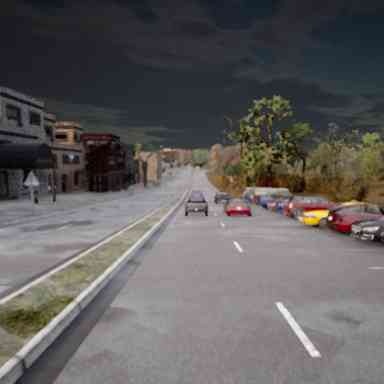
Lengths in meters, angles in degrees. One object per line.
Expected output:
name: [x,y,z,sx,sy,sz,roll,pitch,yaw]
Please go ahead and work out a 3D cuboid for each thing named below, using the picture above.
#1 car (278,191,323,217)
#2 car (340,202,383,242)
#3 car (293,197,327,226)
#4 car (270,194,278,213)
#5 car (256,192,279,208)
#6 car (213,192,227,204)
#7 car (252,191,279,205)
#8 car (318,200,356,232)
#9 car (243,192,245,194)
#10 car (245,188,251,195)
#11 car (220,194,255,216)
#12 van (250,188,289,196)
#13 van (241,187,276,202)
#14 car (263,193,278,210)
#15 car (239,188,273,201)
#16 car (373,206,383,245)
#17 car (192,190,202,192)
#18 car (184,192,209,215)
car: [9.039,1.025,24.257,4.553,1.767,2.185,0,1,1]
car: [8.942,1.332,13.247,4.892,1.521,2.231,0,1,1]
car: [8.818,1.244,18.759,5.366,1.575,1.946,0,1,1]
car: [9.101,1.134,27.020,4.674,1.452,2.002,0,1,1]
car: [9.141,1.006,32.531,4.792,1.488,2.163,0,1,1]
car: [3.851,0.710,43.460,1.837,1.490,4.892,0,2,1]
car: [9.234,0.939,35.281,4.792,1.488,2.163,0,1,1]
car: [8.999,1.322,15.997,4.792,1.488,2.163,0,1,1]
car: [9.299,0.694,43.543,4.892,1.521,2.231,0,2,1]
car: [9.242,0.641,40.913,4.553,1.767,2.185,0,2,1]
car: [3.628,1.159,27.367,1.994,1.385,4.181,0,1,1]
van: [9.355,0.616,38.026,4.442,1.987,1.878,0,2,1]
van: [9.223,0.386,46.294,4.442,1.987,1.878,0,2,1]
car: [9.140,1.076,29.773,4.674,1.452,2.002,0,1,1]
car: [9.402,0.399,49.046,4.553,1.767,2.185,0,2,1]
car: [8.897,1.369,10.494,5.008,1.535,2.097,0,1,1]
car: [0.609,0.535,43.962,2.097,1.767,4.553,0,2,1]
car: [0.387,1.072,27.700,2.128,1.511,4.902,0,1,1]
